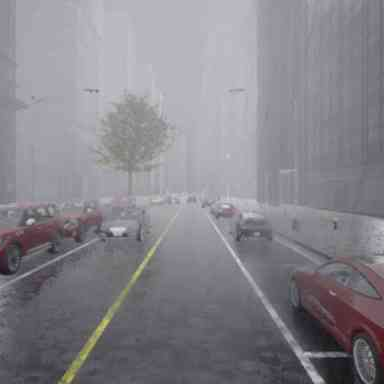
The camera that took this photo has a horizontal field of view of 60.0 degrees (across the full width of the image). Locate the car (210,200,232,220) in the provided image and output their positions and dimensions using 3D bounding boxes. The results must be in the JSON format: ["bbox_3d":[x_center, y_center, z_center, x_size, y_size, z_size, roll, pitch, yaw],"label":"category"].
[{"bbox_3d":[2.760,1.562,27.654,1.802,1.307,4.206,0,0,0],"label":"car"}]

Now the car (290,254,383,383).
[{"bbox_3d":[2.762,1.578,4.944,1.802,1.307,4.206,0,0,0],"label":"car"}]

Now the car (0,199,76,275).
[{"bbox_3d":[-5.764,1.306,10.614,2.192,1.841,5.009,0,0,0],"label":"car"}]

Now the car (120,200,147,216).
[{"bbox_3d":[-5.766,1.527,33.324,2.008,1.369,4.403,0,0,0],"label":"car"}]

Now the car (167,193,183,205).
[{"bbox_3d":[-3.064,1.460,56.630,2.128,1.511,4.902,0,0,0],"label":"car"}]

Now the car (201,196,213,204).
[{"bbox_3d":[2.756,1.519,61.720,2.008,1.369,4.403,0,0,0],"label":"car"}]

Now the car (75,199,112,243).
[{"bbox_3d":[-5.764,1.302,16.292,2.192,1.841,5.009,0,0,0],"label":"car"}]

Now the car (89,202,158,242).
[{"bbox_3d":[-3.102,1.479,16.302,2.128,1.511,4.902,0,0,0],"label":"car"}]

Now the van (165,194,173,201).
[{"bbox_3d":[-5.771,1.307,84.421,1.690,1.788,3.998,0,0,0],"label":"van"}]

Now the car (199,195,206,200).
[{"bbox_3d":[2.754,1.511,90.108,1.887,1.381,4.507,0,0,0],"label":"car"}]

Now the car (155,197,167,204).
[{"bbox_3d":[-5.769,1.550,61.711,1.802,1.307,4.206,0,0,0],"label":"car"}]

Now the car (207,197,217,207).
[{"bbox_3d":[2.759,1.502,33.502,1.752,1.417,4.829,0,0,0],"label":"car"}]

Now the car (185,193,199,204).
[{"bbox_3d":[-0.002,1.472,65.302,1.837,1.490,4.892,0,-1,0],"label":"car"}]

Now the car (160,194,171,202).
[{"bbox_3d":[-5.770,1.281,73.065,2.192,1.841,5.009,0,0,0],"label":"car"}]

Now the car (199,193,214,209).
[{"bbox_3d":[2.384,1.324,45.713,2.097,1.767,4.553,0,0,0],"label":"car"}]

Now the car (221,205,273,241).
[{"bbox_3d":[2.761,1.539,16.299,2.008,1.369,4.403,0,0,0],"label":"car"}]

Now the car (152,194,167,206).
[{"bbox_3d":[-5.768,1.494,55.863,1.752,1.417,4.829,0,0,0],"label":"car"}]

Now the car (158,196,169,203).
[{"bbox_3d":[-5.769,1.549,67.388,1.802,1.307,4.206,0,0,0],"label":"car"}]

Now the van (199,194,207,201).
[{"bbox_3d":[2.754,1.307,84.431,1.690,1.788,3.998,0,0,0],"label":"van"}]

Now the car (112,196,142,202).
[{"bbox_3d":[-5.765,1.294,27.646,2.192,1.841,5.009,0,0,0],"label":"car"}]

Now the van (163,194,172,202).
[{"bbox_3d":[-5.771,1.307,78.743,1.690,1.788,3.998,0,0,0],"label":"van"}]

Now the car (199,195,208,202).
[{"bbox_3d":[2.755,1.517,78.753,2.008,1.369,4.403,0,0,0],"label":"car"}]
